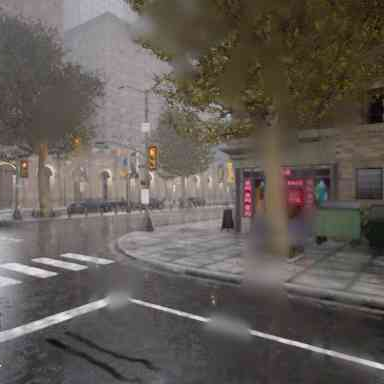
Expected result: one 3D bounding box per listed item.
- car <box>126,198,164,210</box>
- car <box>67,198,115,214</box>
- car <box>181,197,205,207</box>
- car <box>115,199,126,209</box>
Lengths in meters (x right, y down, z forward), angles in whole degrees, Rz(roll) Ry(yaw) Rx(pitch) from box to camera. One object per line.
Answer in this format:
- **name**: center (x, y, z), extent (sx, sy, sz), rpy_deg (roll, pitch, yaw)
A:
- **car**: center (-5.662, 1.550, 42.740), extent (1.837, 1.490, 4.892), rpy_deg (0, 0, 36)
- **car**: center (-10.950, 1.397, 35.422), extent (2.097, 1.767, 4.553), rpy_deg (0, 0, 36)
- **car**: center (0.157, 1.550, 50.782), extent (1.837, 1.490, 4.892), rpy_deg (0, 0, 36)
- **car**: center (-10.146, 1.650, 47.892), extent (1.895, 1.301, 4.718), rpy_deg (0, 0, 36)
